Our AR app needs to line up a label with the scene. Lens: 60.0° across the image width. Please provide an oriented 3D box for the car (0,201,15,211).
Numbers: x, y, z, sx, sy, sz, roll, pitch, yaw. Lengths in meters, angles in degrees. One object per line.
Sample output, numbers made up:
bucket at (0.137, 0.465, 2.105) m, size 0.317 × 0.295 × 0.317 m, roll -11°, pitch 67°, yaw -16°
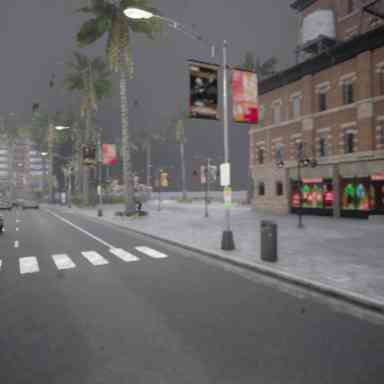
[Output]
car at (-26.247, 1.907, 46.284) m, size 1.994 × 1.385 × 4.181 m, roll -1°, pitch 0°, yaw -31°

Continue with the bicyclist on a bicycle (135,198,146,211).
bicyclist on a bicycle at (-4.780, 1.324, 28.824) m, size 1.656 × 1.620 × 0.582 m, roll -1°, pitch 0°, yaw -27°

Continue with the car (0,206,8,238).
car at (-11.332, 1.715, 17.988) m, size 1.994 × 1.385 × 4.181 m, roll -1°, pitch 0°, yaw -27°

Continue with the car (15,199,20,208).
car at (-29.164, 1.863, 56.627) m, size 2.128 × 1.511 × 4.902 m, roll -1°, pitch 0°, yaw -39°

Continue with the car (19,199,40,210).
car at (-23.521, 1.858, 48.545) m, size 1.994 × 1.385 × 4.181 m, roll -1°, pitch 0°, yaw -31°
